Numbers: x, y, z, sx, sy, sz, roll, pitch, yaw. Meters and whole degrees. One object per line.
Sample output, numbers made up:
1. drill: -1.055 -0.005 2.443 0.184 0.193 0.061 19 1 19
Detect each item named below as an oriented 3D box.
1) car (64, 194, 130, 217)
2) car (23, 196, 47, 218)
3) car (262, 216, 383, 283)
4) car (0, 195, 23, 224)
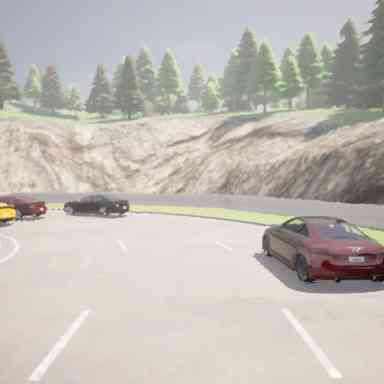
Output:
1. car: -6.753 0.880 23.401 5.008 1.535 1.882 1 1 26
2. car: -11.898 0.931 21.282 5.008 1.535 1.882 0 1 9
3. car: 3.327 1.335 8.998 1.994 1.385 4.181 0 1 -4
4. car: -12.051 1.020 17.785 5.008 1.535 1.882 0 0 12
